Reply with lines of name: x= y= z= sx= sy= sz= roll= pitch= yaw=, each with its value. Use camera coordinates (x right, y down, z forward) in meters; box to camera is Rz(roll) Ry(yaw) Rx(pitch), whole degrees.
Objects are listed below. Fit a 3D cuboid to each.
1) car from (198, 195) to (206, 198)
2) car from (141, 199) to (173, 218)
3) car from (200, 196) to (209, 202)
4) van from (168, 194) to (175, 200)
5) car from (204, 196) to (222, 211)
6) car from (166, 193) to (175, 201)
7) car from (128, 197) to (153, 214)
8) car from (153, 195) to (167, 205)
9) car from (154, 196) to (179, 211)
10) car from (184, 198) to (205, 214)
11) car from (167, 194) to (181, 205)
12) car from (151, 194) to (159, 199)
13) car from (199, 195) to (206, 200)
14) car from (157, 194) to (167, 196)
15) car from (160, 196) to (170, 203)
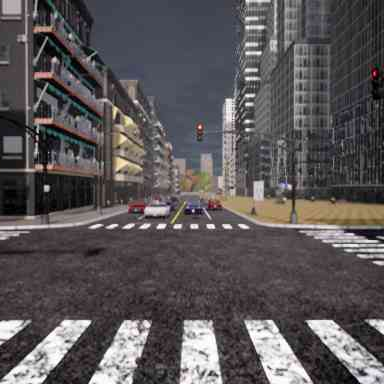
car: x=2.757 y=1.553 z=63.808 sx=2.008 sy=1.369 sz=4.403 roll=-1 pitch=0 yaw=0
car: x=-3.048 y=1.598 z=29.569 sx=1.895 sy=1.301 sz=4.718 roll=0 pitch=0 yaw=0
car: x=2.777 y=1.550 z=75.107 sx=1.887 sy=1.381 sz=4.507 roll=-1 pitch=0 yaw=0
van: x=-5.544 y=1.353 z=92.009 sx=1.690 sy=1.788 sz=3.998 roll=-1 pitch=0 yaw=0
car: x=2.717 y=1.542 z=41.213 sx=1.887 sy=1.381 sz=4.507 roll=-1 pitch=0 yaw=0
car: x=-5.555 y=1.325 z=86.362 sx=2.192 sy=1.841 sz=5.009 roll=-1 pitch=0 yaw=0
car: x=-5.639 y=1.541 z=35.521 sx=1.887 sy=1.381 sz=4.507 roll=-1 pitch=0 yaw=0
car: x=-5.602 y=1.441 z=58.116 sx=1.967 sy=1.590 sz=4.097 roll=-1 pitch=0 yaw=0
car: x=-3.019 y=1.561 z=39.630 sx=1.994 sy=1.385 sz=4.181 roll=0 pitch=0 yaw=1
car: x=0.169 y=1.597 z=35.904 sx=1.895 sy=1.301 sz=4.718 roll=0 pitch=0 yaw=0
car: x=-2.978 y=1.505 z=54.905 sx=1.837 sy=1.490 sz=4.892 roll=0 pitch=0 yaw=0
car: x=-5.631 y=1.437 z=41.170 sx=1.967 sy=1.590 sz=4.097 roll=-1 pitch=0 yaw=0
car: x=2.806 y=1.538 z=92.224 sx=1.752 sy=1.417 sz=4.829 roll=-1 pitch=0 yaw=0
car: x=-5.613 y=1.314 z=52.468 sx=2.192 sy=1.841 sz=5.009 roll=-1 pitch=0 yaw=0
car: x=-5.580 y=1.586 z=69.415 sx=1.802 sy=1.307 sz=4.206 roll=-1 pitch=0 yaw=0
